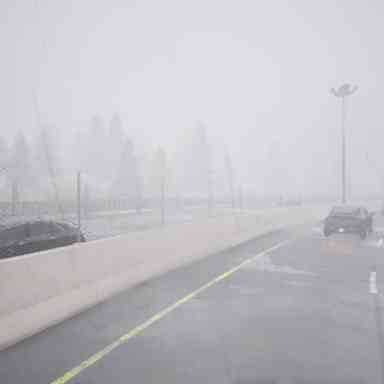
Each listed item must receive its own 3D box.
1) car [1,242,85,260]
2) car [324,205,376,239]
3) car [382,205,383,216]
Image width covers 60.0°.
[{"bbox_3d":[-5.013,1.496,8.749,1.837,1.490,4.892,0,0,26],"label":"car"},{"bbox_3d":[8.134,1.449,17.126,1.837,1.490,4.892,0,0,34],"label":"car"},{"bbox_3d":[18.534,1.420,29.930,1.812,1.442,4.674,0,0,44],"label":"car"}]
